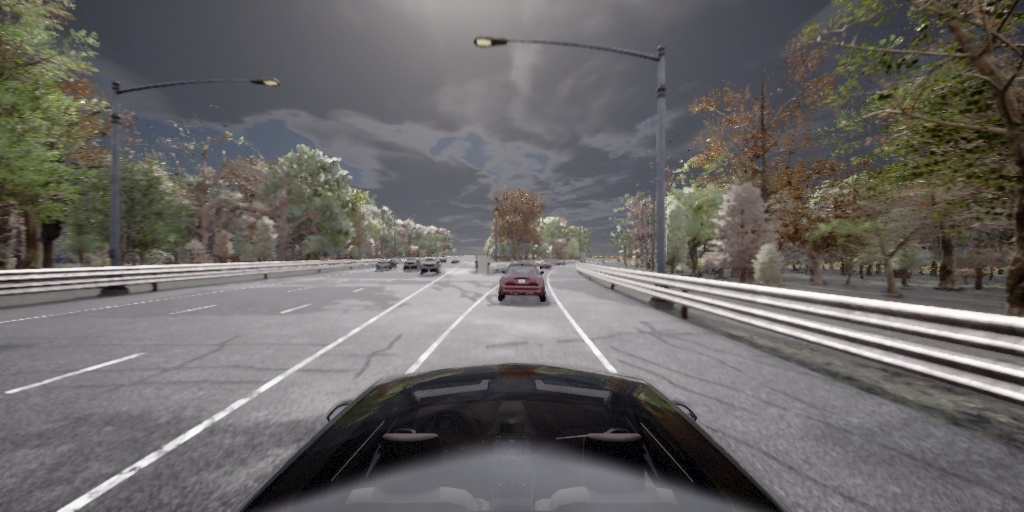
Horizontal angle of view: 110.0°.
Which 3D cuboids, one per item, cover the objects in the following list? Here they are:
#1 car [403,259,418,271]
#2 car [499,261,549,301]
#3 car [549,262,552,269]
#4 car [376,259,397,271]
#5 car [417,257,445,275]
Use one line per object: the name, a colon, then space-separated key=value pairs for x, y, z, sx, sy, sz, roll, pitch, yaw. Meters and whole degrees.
car: x=-13.134 y=1.178 z=47.681 sx=1.837 sy=1.490 sz=4.892 roll=0 pitch=0 yaw=-6
car: x=0.539 y=1.132 z=17.932 sx=2.097 sy=1.767 sz=4.553 roll=1 pitch=0 yaw=3
car: x=5.978 y=1.632 z=62.632 sx=1.895 sy=1.301 sz=4.718 roll=0 pitch=0 yaw=11
car: x=-16.660 y=1.147 z=47.766 sx=2.128 sy=1.511 sz=4.902 roll=0 pitch=0 yaw=-6
car: x=-8.754 y=1.203 z=39.106 sx=1.837 sy=1.490 sz=4.892 roll=0 pitch=0 yaw=-6
